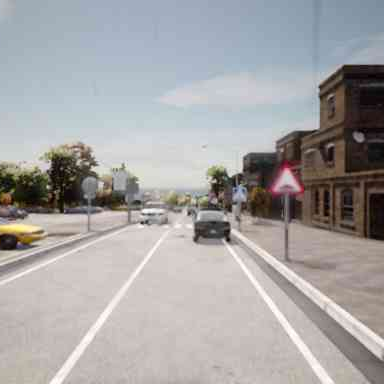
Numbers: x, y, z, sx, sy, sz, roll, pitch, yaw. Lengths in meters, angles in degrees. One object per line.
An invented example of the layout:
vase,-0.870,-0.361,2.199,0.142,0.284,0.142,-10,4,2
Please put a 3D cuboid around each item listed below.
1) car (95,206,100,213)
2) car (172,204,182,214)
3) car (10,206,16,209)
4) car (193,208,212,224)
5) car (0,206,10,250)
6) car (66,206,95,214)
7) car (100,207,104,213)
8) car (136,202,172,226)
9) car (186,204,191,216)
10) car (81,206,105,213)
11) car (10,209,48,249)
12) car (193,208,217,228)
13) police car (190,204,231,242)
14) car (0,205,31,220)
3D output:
car,-21.781,3.616,67.080,4.892,1.521,2.231,0,-2,0
car,-3.069,3.764,70.411,1.882,1.535,5.008,0,-2,0
car,-21.881,2.430,36.321,4.674,1.452,2.002,0,-2,0
car,1.024,2.367,34.210,1.837,1.490,4.892,0,-2,0
car,-9.569,1.497,12.030,4.553,1.767,2.185,0,-1,0
car,-21.798,3.524,63.805,4.674,1.452,2.002,0,-2,0
car,-21.778,3.745,70.351,5.008,1.535,2.097,0,-2,0
car,-3.312,1.913,29.864,2.150,2.045,5.566,0,-2,0
car,0.123,3.184,54.757,1.837,1.490,4.892,0,-2,0
car,-21.755,3.911,73.495,4.674,1.452,2.002,0,-2,0
car,-9.365,1.686,14.946,5.366,1.575,1.946,0,-1,0
car,1.007,2.129,28.209,1.837,1.490,4.892,0,-2,0
police car,1.008,1.702,18.305,1.930,1.638,5.238,1,-1,0
car,-21.939,2.389,39.495,4.553,1.767,2.185,0,-2,0
